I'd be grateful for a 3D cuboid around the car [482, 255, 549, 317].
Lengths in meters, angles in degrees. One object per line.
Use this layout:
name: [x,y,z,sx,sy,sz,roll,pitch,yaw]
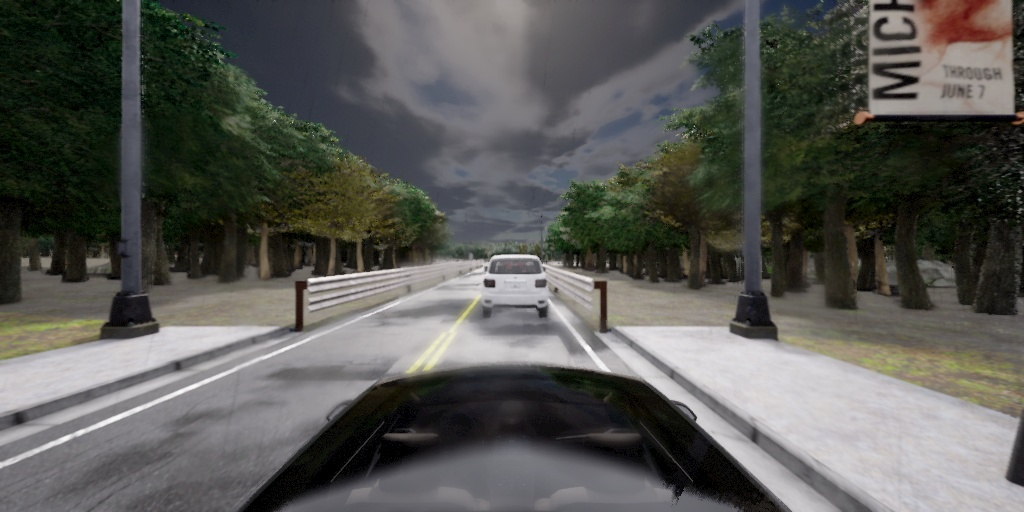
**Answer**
car: [0.108,0.979,13.379,2.150,2.045,5.566,0,0,0]
